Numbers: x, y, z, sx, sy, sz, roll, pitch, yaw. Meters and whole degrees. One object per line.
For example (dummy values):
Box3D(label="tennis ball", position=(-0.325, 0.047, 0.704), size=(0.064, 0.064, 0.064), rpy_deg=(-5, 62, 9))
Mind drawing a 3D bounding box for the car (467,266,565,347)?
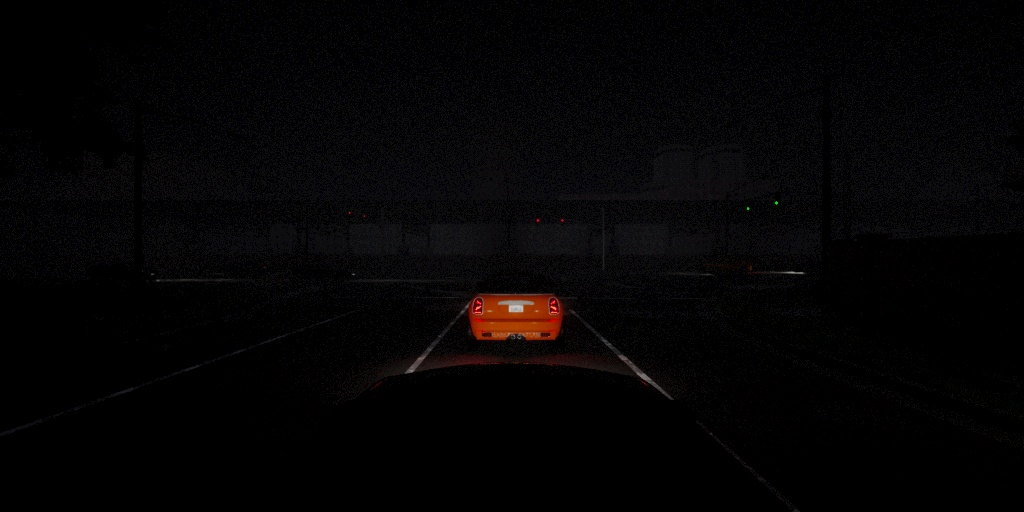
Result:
Box3D(label="car", position=(0.083, 1.103, 9.490), size=(2.097, 1.767, 4.553), rpy_deg=(0, 0, 0))

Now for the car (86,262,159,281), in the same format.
Box3D(label="car", position=(-32.218, 1.242, 29.748), size=(4.902, 1.511, 2.128), rpy_deg=(0, 0, 2))

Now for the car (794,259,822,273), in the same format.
Box3D(label="car", position=(33.134, 1.065, 38.768), size=(4.181, 1.385, 1.994), rpy_deg=(-1, 0, 1))

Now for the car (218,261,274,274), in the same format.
Box3D(label="car", position=(-29.822, 1.297, 40.359), size=(5.357, 1.411, 2.033), rpy_deg=(0, 0, 1))

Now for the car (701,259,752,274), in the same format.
Box3D(label="car", position=(23.224, 1.098, 39.022), size=(5.008, 1.535, 1.882), rpy_deg=(-1, 0, 1))

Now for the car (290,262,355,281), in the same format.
Box3D(label="car", position=(-15.387, 1.243, 29.293), size=(4.902, 1.511, 2.128), rpy_deg=(0, 0, 1))
